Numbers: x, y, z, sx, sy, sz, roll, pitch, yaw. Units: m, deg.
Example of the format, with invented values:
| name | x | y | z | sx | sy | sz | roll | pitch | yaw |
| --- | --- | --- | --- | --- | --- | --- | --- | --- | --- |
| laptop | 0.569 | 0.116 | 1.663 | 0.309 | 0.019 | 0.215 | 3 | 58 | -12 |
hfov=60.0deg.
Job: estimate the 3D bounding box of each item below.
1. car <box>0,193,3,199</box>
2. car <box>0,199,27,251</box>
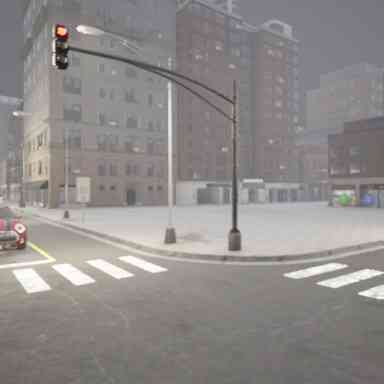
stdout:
| name | x | y | z | sx | sy | sz | roll | pitch | yaw |
| --- | --- | --- | --- | --- | --- | --- | --- | --- | --- |
| car | -26.037 | 1.111 | 43.502 | 2.150 | 2.045 | 5.566 | 0 | 0 | -36 |
| car | -8.033 | 1.318 | 13.258 | 2.097 | 1.767 | 4.553 | 0 | 0 | -36 |
